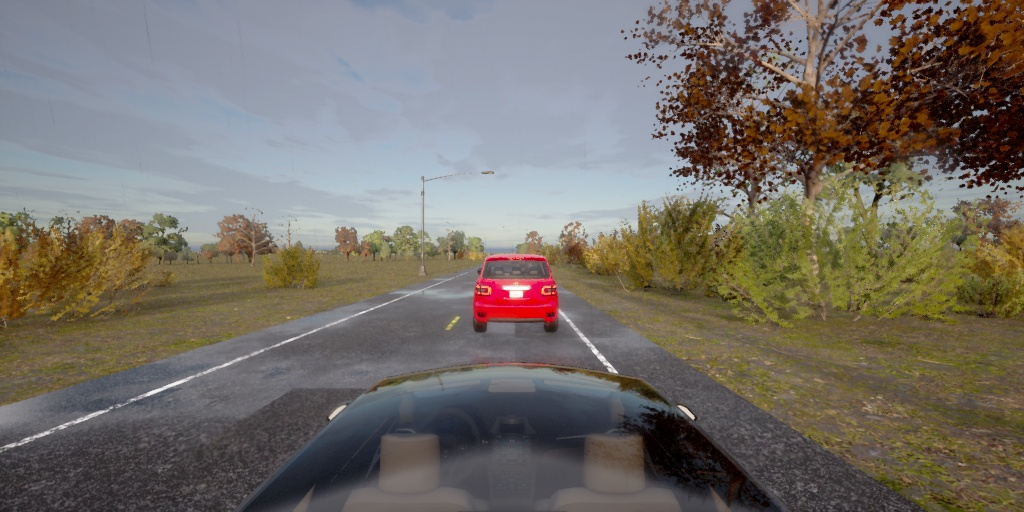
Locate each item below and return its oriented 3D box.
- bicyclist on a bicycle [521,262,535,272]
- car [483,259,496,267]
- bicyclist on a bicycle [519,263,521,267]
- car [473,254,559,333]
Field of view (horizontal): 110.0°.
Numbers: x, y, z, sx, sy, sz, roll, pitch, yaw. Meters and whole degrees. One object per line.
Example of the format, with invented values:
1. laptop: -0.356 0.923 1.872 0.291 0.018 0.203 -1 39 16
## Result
1. bicyclist on a bicycle: 0.935 1.114 18.621 0.659 1.776 1.843 0 0 0
2. car: -3.946 1.282 65.050 2.033 1.411 5.357 0 0 0
3. bicyclist on a bicycle: 0.891 1.111 28.634 0.659 1.776 1.843 0 0 0
4. car: 0.087 0.968 10.915 2.150 2.045 5.566 0 0 0
